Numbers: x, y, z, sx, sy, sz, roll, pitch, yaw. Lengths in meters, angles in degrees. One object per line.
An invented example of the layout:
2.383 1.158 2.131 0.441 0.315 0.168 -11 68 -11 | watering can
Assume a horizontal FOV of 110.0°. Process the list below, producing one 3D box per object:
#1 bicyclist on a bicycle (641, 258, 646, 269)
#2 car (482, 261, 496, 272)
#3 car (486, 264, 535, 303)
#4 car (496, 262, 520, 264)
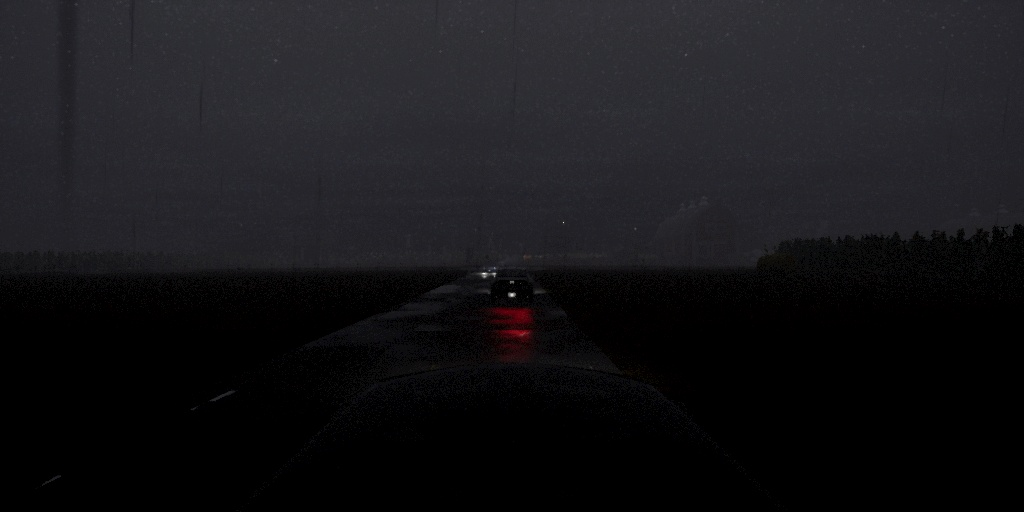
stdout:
19.949 1.167 54.419 0.582 1.620 1.656 0 0 0 | bicyclist on a bicycle
-2.750 1.411 46.507 2.033 1.411 5.357 0 0 0 | car
0.000 1.275 16.503 1.837 1.490 4.892 0 0 0 | car
0.000 1.277 31.506 2.128 1.511 4.902 0 0 0 | car
